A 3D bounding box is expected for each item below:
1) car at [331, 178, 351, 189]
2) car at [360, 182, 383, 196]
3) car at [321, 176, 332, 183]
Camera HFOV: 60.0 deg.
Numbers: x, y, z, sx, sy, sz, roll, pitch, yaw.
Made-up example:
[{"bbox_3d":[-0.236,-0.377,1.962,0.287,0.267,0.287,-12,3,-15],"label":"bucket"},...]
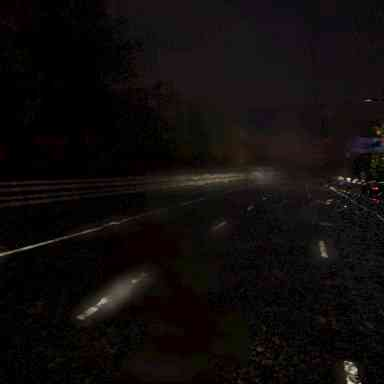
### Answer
[{"bbox_3d":[25.026,-1.385,55.205,2.033,1.411,5.357,4,4,16],"label":"car"},{"bbox_3d":[20.708,-0.337,37.901,1.837,1.490,4.892,4,4,12],"label":"car"},{"bbox_3d":[33.586,-3.003,81.666,1.882,1.535,5.008,4,5,18],"label":"car"}]
